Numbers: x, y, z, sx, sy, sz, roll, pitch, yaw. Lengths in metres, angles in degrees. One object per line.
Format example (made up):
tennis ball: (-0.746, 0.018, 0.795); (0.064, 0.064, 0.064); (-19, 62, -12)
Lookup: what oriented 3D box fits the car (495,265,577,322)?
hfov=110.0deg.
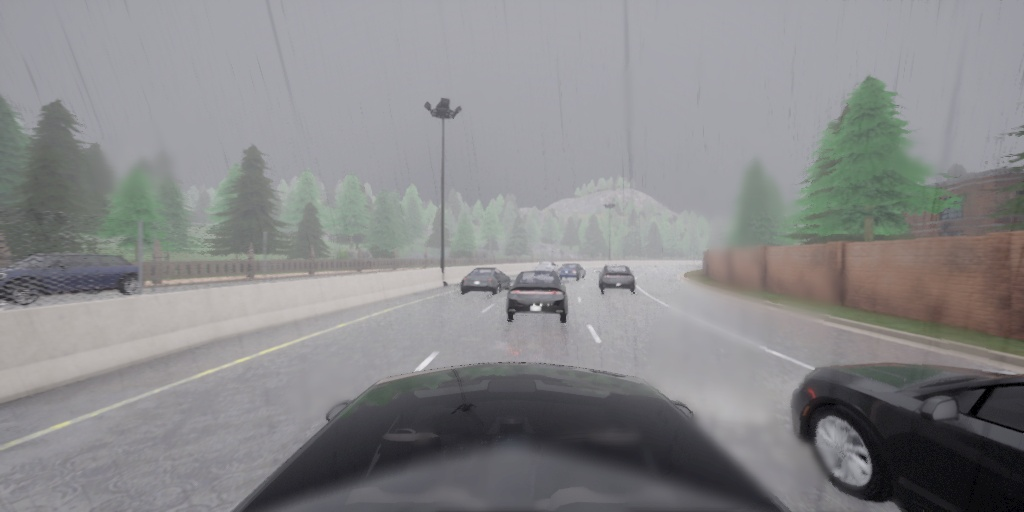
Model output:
car: (0.928, 1.241, 12.354); (2.128, 1.511, 4.902); (0, 0, 6)

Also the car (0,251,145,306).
car: (-16.823, 0.674, 13.284); (2.097, 1.767, 4.553); (0, 0, 7)

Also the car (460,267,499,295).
car: (-1.358, 1.299, 19.870); (1.994, 1.385, 4.181); (0, 0, 11)

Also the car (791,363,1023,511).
car: (3.694, 1.272, 1.565); (1.837, 1.490, 4.892); (0, 0, 0)

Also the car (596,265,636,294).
car: (5.960, 1.261, 20.698); (2.128, 1.511, 4.902); (0, 0, 12)

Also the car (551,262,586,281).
car: (5.131, 1.308, 30.733); (2.033, 1.411, 5.357); (0, 0, 19)

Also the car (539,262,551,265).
car: (3.645, 1.277, 36.568); (1.812, 1.442, 4.674); (0, 0, 21)
